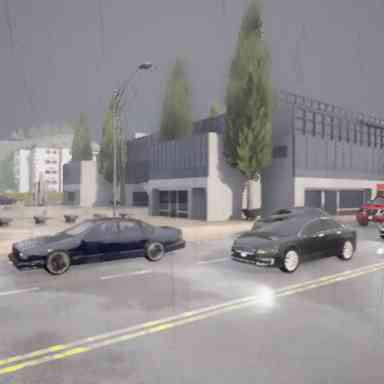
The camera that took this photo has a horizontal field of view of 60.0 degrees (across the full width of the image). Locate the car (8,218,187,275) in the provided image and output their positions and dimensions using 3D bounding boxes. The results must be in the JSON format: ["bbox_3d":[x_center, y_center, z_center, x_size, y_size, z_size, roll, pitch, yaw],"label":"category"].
[{"bbox_3d":[-2.751,1.546,10.629,5.357,1.411,2.033,0,0,-35],"label":"car"}]

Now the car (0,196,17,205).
[{"bbox_3d":[-30.926,1.347,54.168,2.097,1.767,4.553,0,0,17],"label":"car"}]

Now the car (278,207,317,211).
[{"bbox_3d":[5.029,1.502,16.178,4.892,1.490,1.837,0,0,-35],"label":"car"}]

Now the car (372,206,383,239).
[{"bbox_3d":[10.903,1.522,16.064,4.674,1.442,1.812,0,0,-35],"label":"car"}]

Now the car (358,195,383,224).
[{"bbox_3d":[13.158,1.217,21.977,5.566,2.045,2.150,0,0,-36],"label":"car"}]

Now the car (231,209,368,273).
[{"bbox_3d":[3.422,1.503,10.734,4.892,1.490,1.837,0,0,-36],"label":"car"}]
